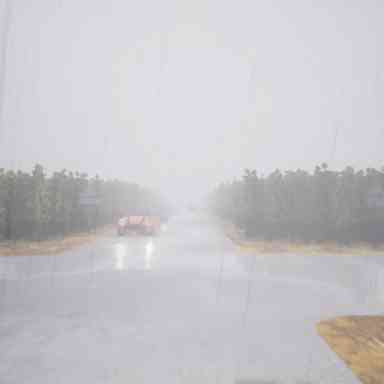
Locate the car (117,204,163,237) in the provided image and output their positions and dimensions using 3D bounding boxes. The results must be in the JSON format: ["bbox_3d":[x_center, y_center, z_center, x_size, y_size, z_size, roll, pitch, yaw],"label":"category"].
[{"bbox_3d":[-3.198,1.729,20.704,2.097,1.767,4.553,0,-1,0],"label":"car"}]

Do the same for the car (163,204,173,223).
[{"bbox_3d":[-3.197,1.895,30.707,2.097,1.767,4.553,0,0,0],"label":"car"}]

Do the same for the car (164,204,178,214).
[{"bbox_3d":[-3.170,2.599,50.189,1.812,1.442,4.674,0,-2,0],"label":"car"}]

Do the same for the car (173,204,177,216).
[{"bbox_3d":[-3.188,2.263,39.913,1.994,1.385,4.181,0,-2,0],"label":"car"}]

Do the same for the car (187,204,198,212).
[{"bbox_3d":[0.100,3.081,65.118,2.033,1.411,5.357,0,-1,0],"label":"car"}]
